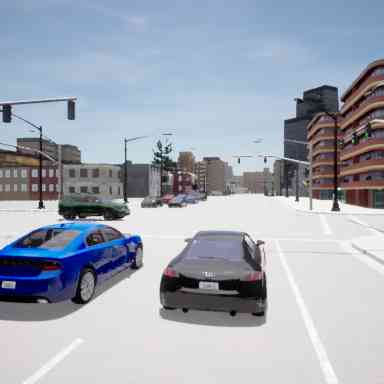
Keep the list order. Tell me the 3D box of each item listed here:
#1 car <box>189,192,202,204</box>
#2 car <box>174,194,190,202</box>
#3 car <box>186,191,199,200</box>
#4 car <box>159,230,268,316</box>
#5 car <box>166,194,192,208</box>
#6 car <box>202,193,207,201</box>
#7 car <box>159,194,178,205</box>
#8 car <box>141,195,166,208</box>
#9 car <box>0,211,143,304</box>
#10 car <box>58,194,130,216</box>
[{"bbox_3d":[-0.087,1.249,56.284,1.812,1.442,4.674,0,1,11],"label":"car"},{"bbox_3d":[-1.889,1.125,65.119,2.033,1.411,5.357,0,1,11],"label":"car"},{"bbox_3d":[0.054,0.752,74.923,2.097,1.767,4.553,0,1,11],"label":"car"},{"bbox_3d":[0.690,1.564,7.630,1.994,1.385,4.181,0,0,12],"label":"car"},{"bbox_3d":[-1.921,1.409,46.879,2.033,1.411,5.357,0,1,11],"label":"car"},{"bbox_3d":[1.872,1.052,66.107,1.837,1.490,4.892,0,1,12],"label":"car"},{"bbox_3d":[-3.795,1.226,55.468,1.882,1.535,5.008,0,1,11],"label":"car"},{"bbox_3d":[-5.557,1.230,46.502,2.097,1.767,4.553,0,1,11],"label":"car"},{"bbox_3d":[-2.747,1.478,8.276,1.882,1.535,5.008,0,0,11],"label":"car"},{"bbox_3d":[-7.740,1.192,26.231,5.566,2.045,2.150,0,0,10],"label":"car"}]
